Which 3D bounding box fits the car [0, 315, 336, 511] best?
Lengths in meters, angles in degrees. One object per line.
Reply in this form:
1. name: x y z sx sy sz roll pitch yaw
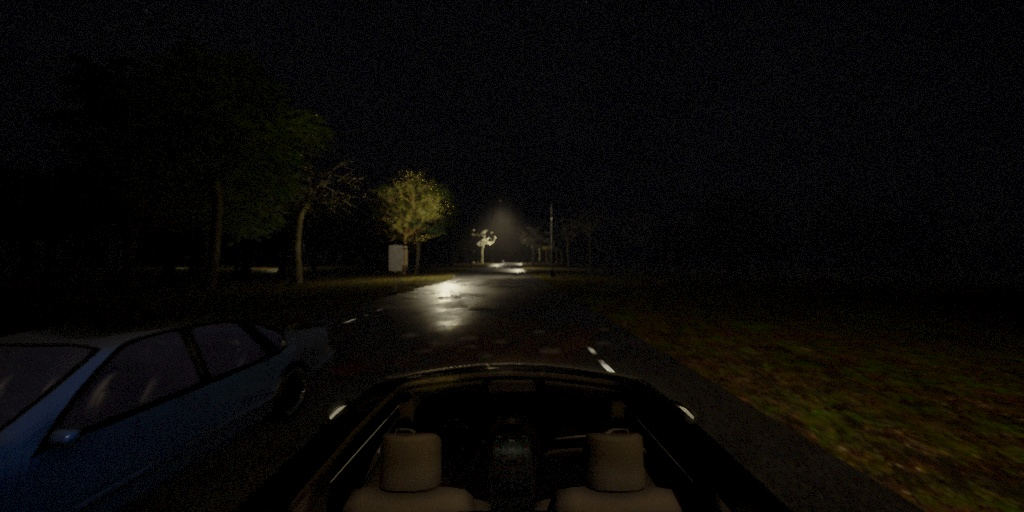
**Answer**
1. car: -3.600 1.310 3.142 2.033 1.411 5.357 0 -1 0
